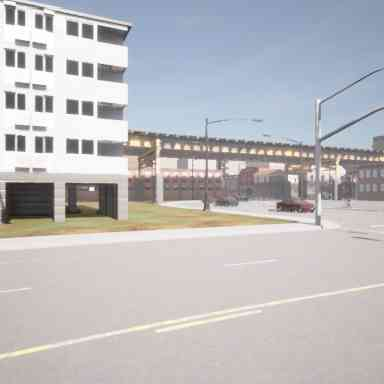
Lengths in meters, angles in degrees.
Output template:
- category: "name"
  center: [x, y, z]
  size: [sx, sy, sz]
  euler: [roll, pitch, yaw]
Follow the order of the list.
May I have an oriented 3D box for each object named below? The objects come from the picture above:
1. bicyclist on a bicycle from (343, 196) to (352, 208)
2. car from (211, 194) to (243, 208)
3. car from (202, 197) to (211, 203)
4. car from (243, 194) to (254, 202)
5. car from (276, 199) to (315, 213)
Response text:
- category: "bicyclist on a bicycle"
  center: [20.236, 1.303, 43.344]
  size: [1.656, 1.620, 0.582]
  euler: [0, 0, -25]
- category: "car"
  center: [5.216, 1.506, 49.876]
  size: [1.837, 1.490, 4.892]
  euler: [0, 0, -23]
- category: "car"
  center: [3.345, 1.604, 67.422]
  size: [1.895, 1.301, 4.718]
  euler: [0, 0, 15]
- category: "car"
  center: [11.346, 1.525, 75.425]
  size: [2.128, 1.511, 4.902]
  euler: [0, 0, 41]
- category: "car"
  center: [11.329, 1.477, 36.526]
  size: [1.882, 1.535, 5.008]
  euler: [0, 0, -25]
